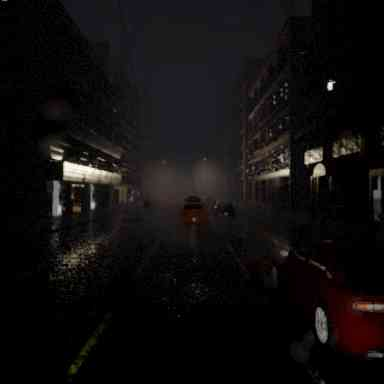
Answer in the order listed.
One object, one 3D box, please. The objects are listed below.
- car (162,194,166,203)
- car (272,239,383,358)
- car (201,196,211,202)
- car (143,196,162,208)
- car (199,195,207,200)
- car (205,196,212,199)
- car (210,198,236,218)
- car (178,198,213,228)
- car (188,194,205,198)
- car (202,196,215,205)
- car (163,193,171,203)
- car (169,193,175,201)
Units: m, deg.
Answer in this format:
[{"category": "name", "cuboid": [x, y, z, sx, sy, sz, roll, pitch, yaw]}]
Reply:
[{"category": "car", "cuboid": [-5.630, 1.426, 51.171, 2.008, 1.369, 4.403, 0, 0, 0]}, {"category": "car", "cuboid": [2.698, 1.530, 6.068, 1.887, 1.381, 4.507, 0, 0, 0]}, {"category": "car", "cuboid": [2.770, 1.414, 68.066, 1.802, 1.307, 4.206, 0, 0, 0]}, {"category": "car", "cuboid": [-5.637, 1.440, 45.534, 2.008, 1.369, 4.403, 0, 0, 0]}, {"category": "car", "cuboid": [2.791, 1.372, 84.975, 1.802, 1.307, 4.206, 0, 0, 0]}, {"category": "car", "cuboid": [2.752, 1.400, 51.327, 1.752, 1.417, 4.829, 0, 0, 0]}, {"category": "car", "cuboid": [2.724, 1.482, 28.612, 2.008, 1.369, 4.403, 0, 0, 0]}, {"category": "car", "cuboid": [0.124, 1.426, 21.688, 1.882, 1.535, 5.008, 0, 0, 0]}, {"category": "car", "cuboid": [0.145, 1.256, 39.472, 2.097, 1.767, 4.553, 0, 0, 0]}, {"category": "car", "cuboid": [2.757, 1.427, 56.793, 1.947, 1.339, 4.313, 0, 0, 0]}, {"category": "car", "cuboid": [-5.617, 1.391, 62.444, 1.887, 1.381, 4.507, 0, 0, 0]}, {"category": "car", "cuboid": [-5.603, 1.133, 73.716, 2.192, 1.841, 5.009, 0, 0, 0]}]
